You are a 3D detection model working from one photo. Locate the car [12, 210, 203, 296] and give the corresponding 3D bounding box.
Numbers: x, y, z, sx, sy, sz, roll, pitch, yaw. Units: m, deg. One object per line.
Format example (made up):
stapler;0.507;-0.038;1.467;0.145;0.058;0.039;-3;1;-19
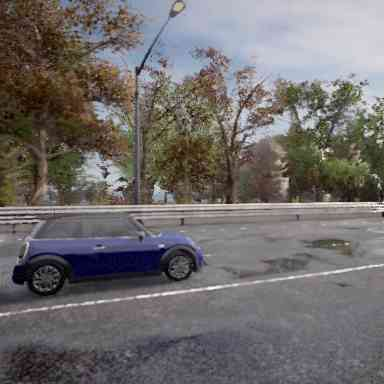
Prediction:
car;-1.998;1.318;8.547;4.553;1.767;2.097;1;0;-25
